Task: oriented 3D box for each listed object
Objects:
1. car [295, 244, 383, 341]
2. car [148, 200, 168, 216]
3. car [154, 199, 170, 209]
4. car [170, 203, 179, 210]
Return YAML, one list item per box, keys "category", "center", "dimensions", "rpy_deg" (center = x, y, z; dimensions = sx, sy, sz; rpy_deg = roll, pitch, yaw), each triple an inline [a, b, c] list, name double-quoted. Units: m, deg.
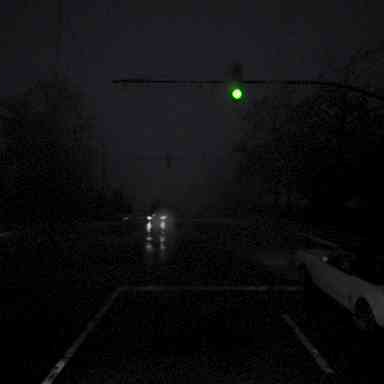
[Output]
- category: "car"
  center: [3.603, 1.680, 6.588]
  dimensions: [1.895, 1.301, 4.718]
  rpy_deg: [0, -1, 0]
- category: "car"
  center: [-4.049, 2.042, 39.144]
  dimensions: [1.837, 1.490, 4.892]
  rpy_deg: [0, -1, -3]
- category: "car"
  center: [-4.838, 2.024, 49.250]
  dimensions: [2.150, 2.045, 5.566]
  rpy_deg: [0, -2, -6]
- category: "car"
  center: [-4.902, 2.937, 69.210]
  dimensions: [1.882, 1.535, 5.008]
  rpy_deg: [0, -2, -19]
